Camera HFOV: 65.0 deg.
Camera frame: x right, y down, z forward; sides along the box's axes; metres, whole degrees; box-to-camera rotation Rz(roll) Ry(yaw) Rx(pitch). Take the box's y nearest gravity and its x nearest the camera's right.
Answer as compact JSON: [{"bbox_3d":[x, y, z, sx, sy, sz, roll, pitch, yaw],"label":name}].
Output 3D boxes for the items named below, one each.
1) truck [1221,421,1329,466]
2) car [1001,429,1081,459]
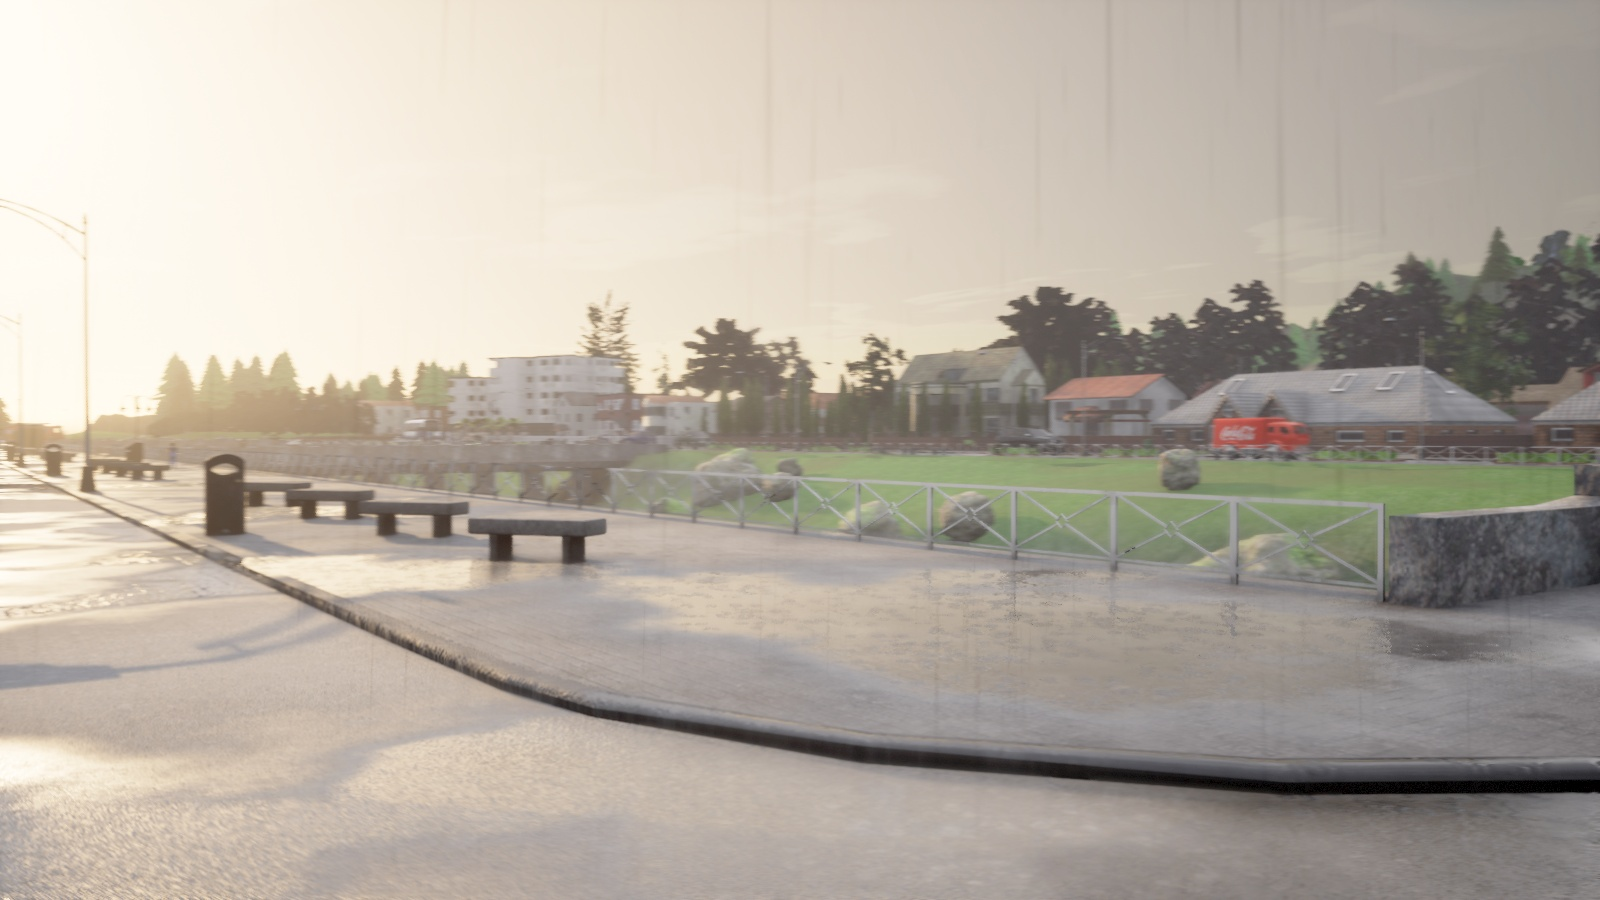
[{"bbox_3d":[27.033,-0.419,71.666,2.627,2.467,5.204,0,1,-34],"label":"truck"},{"bbox_3d":[16.647,-0.451,87.147,2.150,2.045,5.566,0,1,-34],"label":"car"}]
